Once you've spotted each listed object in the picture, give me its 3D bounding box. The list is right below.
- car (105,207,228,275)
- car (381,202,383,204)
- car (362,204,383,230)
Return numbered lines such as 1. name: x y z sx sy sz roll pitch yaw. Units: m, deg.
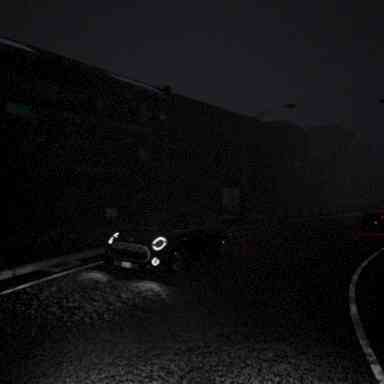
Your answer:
1. car: -0.592 1.329 10.635 2.097 1.767 4.553 1 0 30
2. car: 25.592 2.076 43.591 2.033 1.411 5.357 2 2 40
3. car: 13.102 1.812 22.734 1.882 1.535 5.008 2 0 40
